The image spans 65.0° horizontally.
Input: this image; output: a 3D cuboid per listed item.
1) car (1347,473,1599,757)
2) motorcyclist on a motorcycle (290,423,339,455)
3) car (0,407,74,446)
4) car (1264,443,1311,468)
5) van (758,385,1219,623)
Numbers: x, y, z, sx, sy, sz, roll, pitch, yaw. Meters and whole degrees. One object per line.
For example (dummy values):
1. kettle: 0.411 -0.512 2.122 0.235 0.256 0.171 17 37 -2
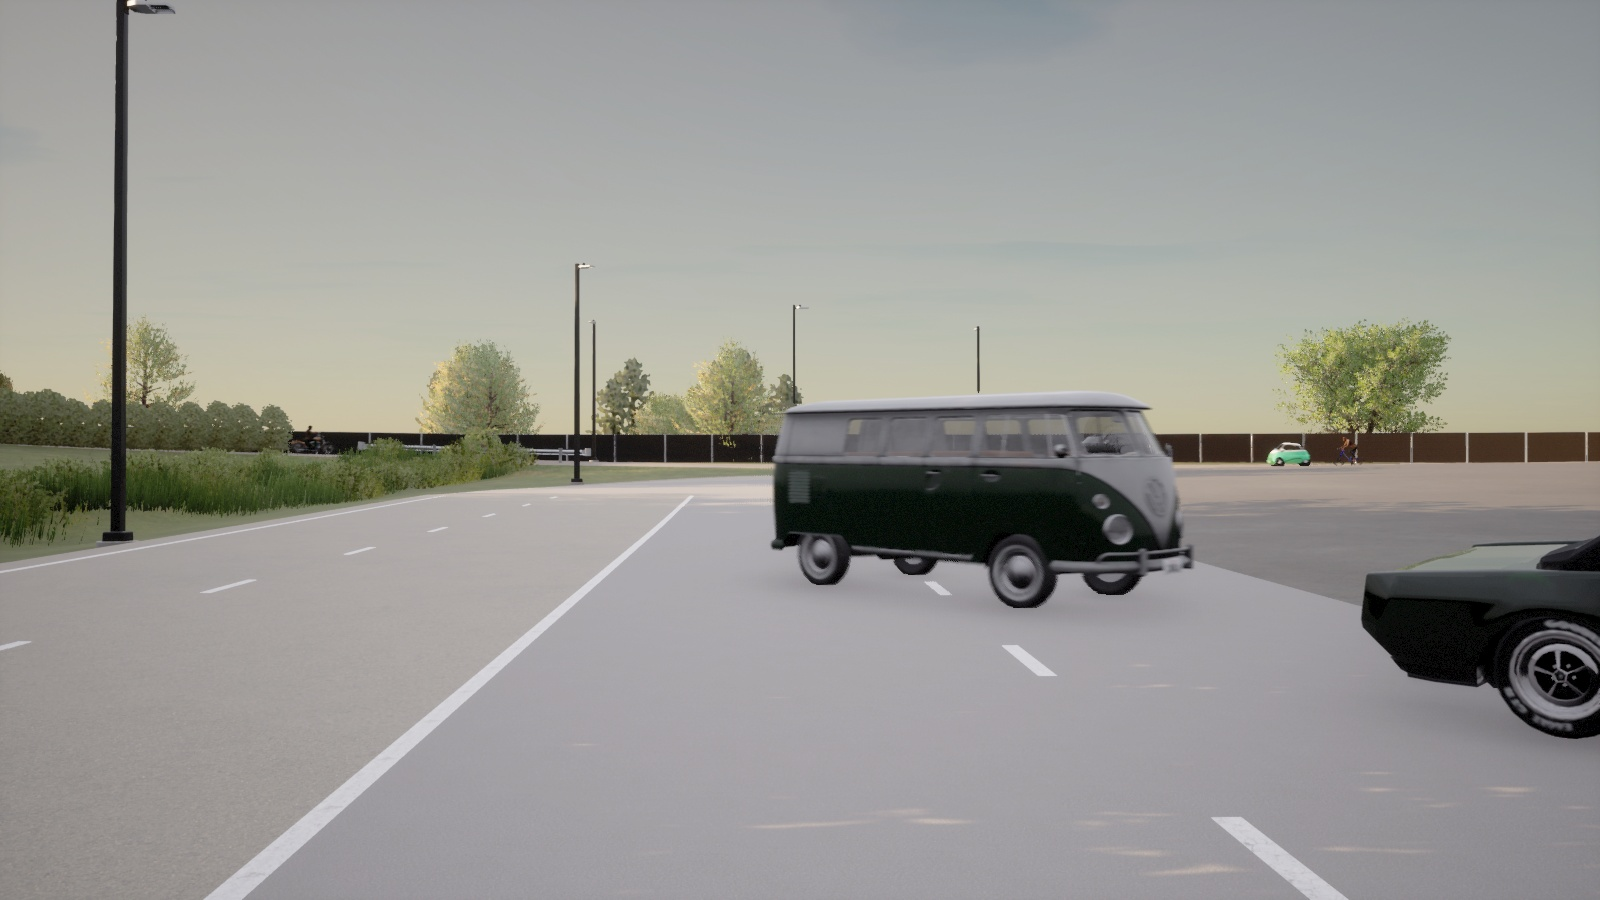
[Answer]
1. car: 5.408 0.804 6.001 1.895 1.301 4.718 -4 1 -43
2. motorcyclist on a motorcycle: -26.700 -0.581 69.111 2.350 1.649 0.766 2 -2 -40
3. car: -35.739 -1.073 56.719 1.882 1.535 5.008 -1 -2 20
4. car: 28.217 0.320 72.680 2.207 1.376 1.481 -1 -1 5
5. van: 1.724 0.433 12.693 1.775 1.987 4.442 0 1 -44
